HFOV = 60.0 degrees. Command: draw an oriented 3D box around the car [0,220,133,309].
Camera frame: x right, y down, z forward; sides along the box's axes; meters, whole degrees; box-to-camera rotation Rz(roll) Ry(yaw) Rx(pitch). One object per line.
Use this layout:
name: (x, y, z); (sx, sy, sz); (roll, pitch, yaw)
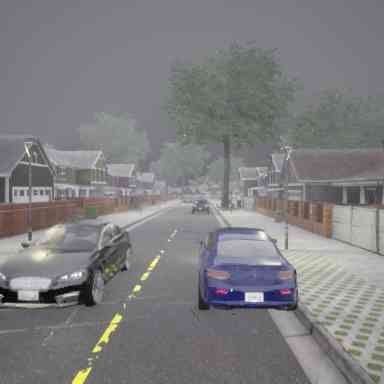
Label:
car: (-2.720, 1.490, 8.090); (2.128, 1.511, 4.902); (0, 0, 1)

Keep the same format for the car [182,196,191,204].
car: (-0.827, 1.587, 67.042); (2.128, 1.511, 4.902); (0, 0, 2)

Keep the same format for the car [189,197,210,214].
car: (0.993, 1.548, 36.288); (1.812, 1.442, 4.674); (0, 0, 3)

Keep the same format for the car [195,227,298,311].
car: (1.059, 1.525, 7.646); (1.812, 1.442, 4.674); (0, 0, 1)

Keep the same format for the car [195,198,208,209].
car: (1.329, 1.566, 46.475); (1.812, 1.442, 4.674); (0, 0, 2)
